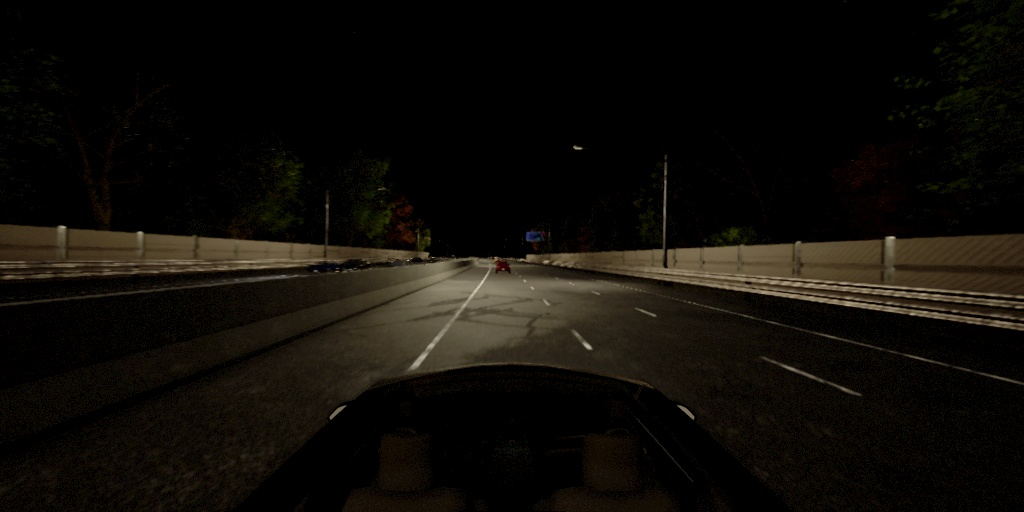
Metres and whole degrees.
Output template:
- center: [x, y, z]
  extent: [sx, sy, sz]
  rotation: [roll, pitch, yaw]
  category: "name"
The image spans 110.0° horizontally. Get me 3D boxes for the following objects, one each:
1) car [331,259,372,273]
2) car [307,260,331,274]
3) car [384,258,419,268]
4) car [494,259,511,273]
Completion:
- center: [-14.849, 1.062, 34.030]
  extent: [1.837, 1.490, 4.892]
  rotation: [1, 0, -2]
  category: "car"
- center: [-18.404, 1.093, 35.739]
  extent: [1.895, 1.301, 4.718]
  rotation: [1, 0, -2]
  category: "car"
- center: [-11.426, 1.184, 36.528]
  extent: [2.033, 1.411, 5.357]
  rotation: [1, 0, -2]
  category: "car"
- center: [-1.133, 1.400, 45.085]
  extent: [1.812, 1.442, 4.674]
  rotation: [1, 0, -2]
  category: "car"
